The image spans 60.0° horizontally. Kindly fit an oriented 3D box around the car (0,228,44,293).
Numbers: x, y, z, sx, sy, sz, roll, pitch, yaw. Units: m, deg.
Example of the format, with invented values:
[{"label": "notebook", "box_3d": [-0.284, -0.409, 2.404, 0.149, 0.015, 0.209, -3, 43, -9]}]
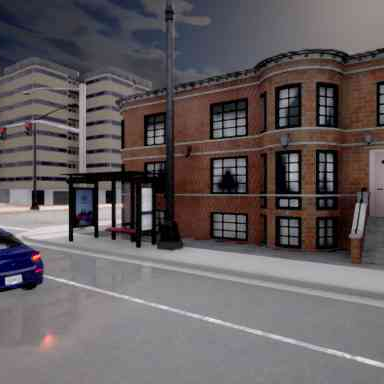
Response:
[{"label": "car", "box_3d": [-5.267, 1.508, 7.704, 4.674, 1.442, 1.812, 0, 0, 36]}]
